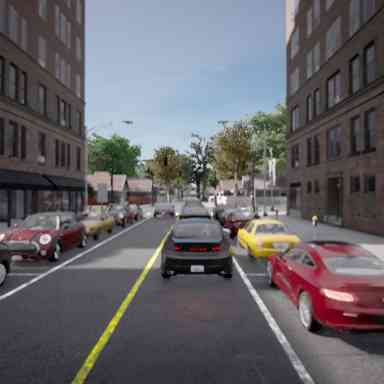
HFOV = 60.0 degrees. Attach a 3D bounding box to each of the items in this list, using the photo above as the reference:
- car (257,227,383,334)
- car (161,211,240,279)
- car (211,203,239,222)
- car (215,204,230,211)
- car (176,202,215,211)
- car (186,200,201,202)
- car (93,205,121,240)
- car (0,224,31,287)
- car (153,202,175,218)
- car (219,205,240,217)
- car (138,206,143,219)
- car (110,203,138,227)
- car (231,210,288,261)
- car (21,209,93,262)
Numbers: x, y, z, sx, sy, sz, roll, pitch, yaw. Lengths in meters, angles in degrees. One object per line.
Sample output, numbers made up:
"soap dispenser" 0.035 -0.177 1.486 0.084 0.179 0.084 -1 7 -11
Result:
"car" 2.661 1.614 6.619 1.802 1.307 4.206 0 0 0
"car" 0.141 1.554 10.134 1.837 1.490 4.892 0 -1 0
"car" 2.758 1.714 28.692 1.947 1.339 4.313 0 0 0
"car" 2.733 1.701 23.174 1.802 1.307 4.206 0 0 0
"car" 0.183 1.580 20.150 1.882 1.535 5.008 0 0 0
"car" 0.124 1.503 29.206 2.097 1.767 4.553 0 0 0
"car" -5.317 1.614 17.518 1.752 1.417 4.829 0 0 0
"car" -5.364 1.583 6.651 2.008 1.369 4.403 0 0 0
"car" -2.615 1.698 32.562 1.812 1.442 4.674 0 0 0
"car" 2.709 1.634 17.656 1.887 1.381 4.507 0 0 0
"car" -5.267 1.730 28.726 1.802 1.307 4.206 0 0 0
"car" -5.292 1.559 23.208 1.967 1.590 4.097 0 0 0
"car" 2.685 1.587 12.308 1.752 1.417 4.829 0 0 0
"car" -5.340 1.501 12.170 1.967 1.590 4.097 0 0 0
